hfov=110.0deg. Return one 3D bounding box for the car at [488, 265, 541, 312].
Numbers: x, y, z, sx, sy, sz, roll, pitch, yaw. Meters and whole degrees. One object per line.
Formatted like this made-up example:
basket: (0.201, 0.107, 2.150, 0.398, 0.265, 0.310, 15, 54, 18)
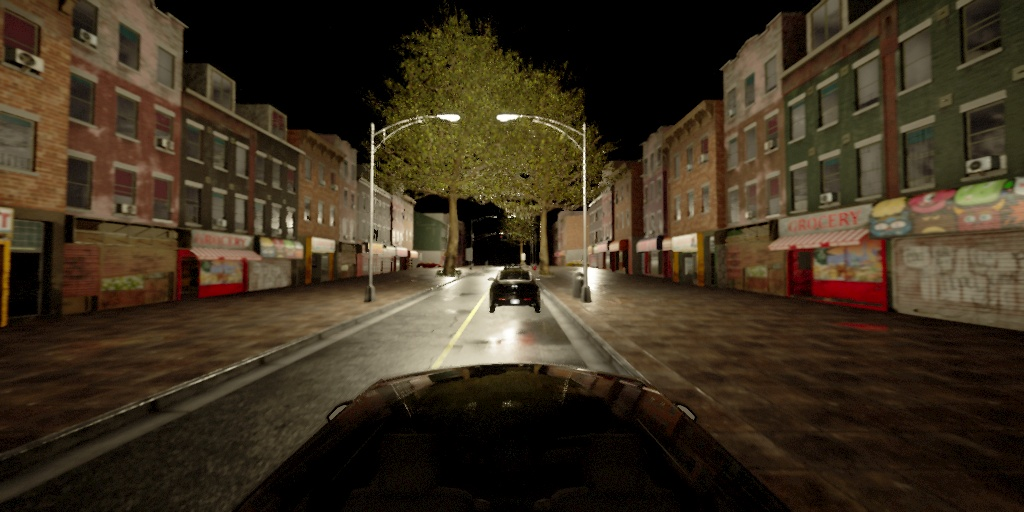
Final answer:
car: (0.097, 1.270, 14.344, 1.837, 1.490, 4.892, 0, 0, 0)
